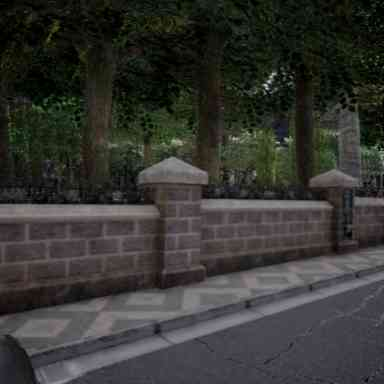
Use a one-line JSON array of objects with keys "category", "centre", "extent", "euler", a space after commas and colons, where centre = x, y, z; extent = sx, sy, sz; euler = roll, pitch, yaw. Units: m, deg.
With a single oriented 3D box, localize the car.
[{"category": "car", "centre": [-3.263, 1.540, 1.038], "extent": [5.357, 1.411, 2.033], "euler": [0, 0, -35]}]
